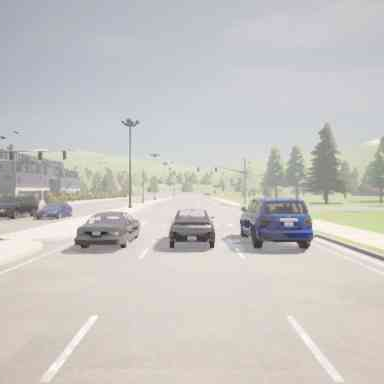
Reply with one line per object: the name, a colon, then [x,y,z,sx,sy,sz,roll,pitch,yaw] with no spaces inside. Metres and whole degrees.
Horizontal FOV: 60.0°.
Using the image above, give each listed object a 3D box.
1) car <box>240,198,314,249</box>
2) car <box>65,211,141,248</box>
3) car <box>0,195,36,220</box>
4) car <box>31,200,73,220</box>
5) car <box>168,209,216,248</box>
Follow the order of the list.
car: [3.500,1.256,14.692,2.150,2.045,5.566,0,0,0]
car: [-3.500,1.561,14.662,2.033,1.411,5.357,0,0,0]
car: [-15.184,1.325,28.445,2.150,2.045,5.566,0,0,-2]
car: [-11.686,1.558,28.571,1.812,1.442,4.674,0,0,-2]
car: [0.000,1.493,14.662,2.128,1.511,4.902,0,0,0]
